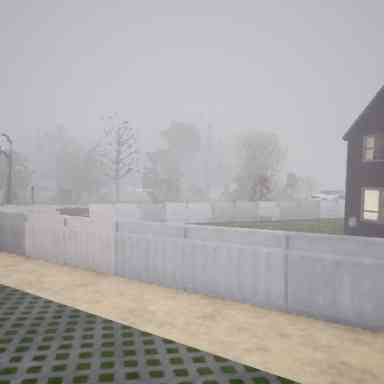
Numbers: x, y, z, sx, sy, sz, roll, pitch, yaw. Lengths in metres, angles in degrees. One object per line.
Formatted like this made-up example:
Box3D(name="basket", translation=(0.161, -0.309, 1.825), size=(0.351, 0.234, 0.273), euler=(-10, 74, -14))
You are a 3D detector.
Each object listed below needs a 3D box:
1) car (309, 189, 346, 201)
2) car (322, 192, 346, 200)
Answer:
Box3D(name="car", translation=(18.897, 0.656, 45.864), size=(5.566, 2.045, 2.150), euler=(0, 2, -18))
Box3D(name="car", translation=(19.579, 1.087, 42.683), size=(4.674, 1.442, 1.812), euler=(0, 2, -18))
